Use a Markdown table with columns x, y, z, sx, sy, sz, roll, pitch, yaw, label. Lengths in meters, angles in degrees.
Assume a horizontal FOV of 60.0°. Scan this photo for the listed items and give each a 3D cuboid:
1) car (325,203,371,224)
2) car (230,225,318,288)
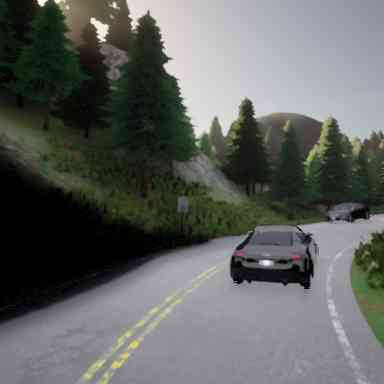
| x | y | z | sx | sy | sz | roll | pitch | yaw | label |
| --- | --- | --- | --- | --- | --- | --- | --- | --- | --- |
| 12.181 | 1.598 | 25.953 | 4.902 | 1.511 | 2.128 | -1 | -3 | -41 | car |
| 2.483 | 1.623 | 9.583 | 1.994 | 1.385 | 4.181 | -2 | -1 | 22 | car |
